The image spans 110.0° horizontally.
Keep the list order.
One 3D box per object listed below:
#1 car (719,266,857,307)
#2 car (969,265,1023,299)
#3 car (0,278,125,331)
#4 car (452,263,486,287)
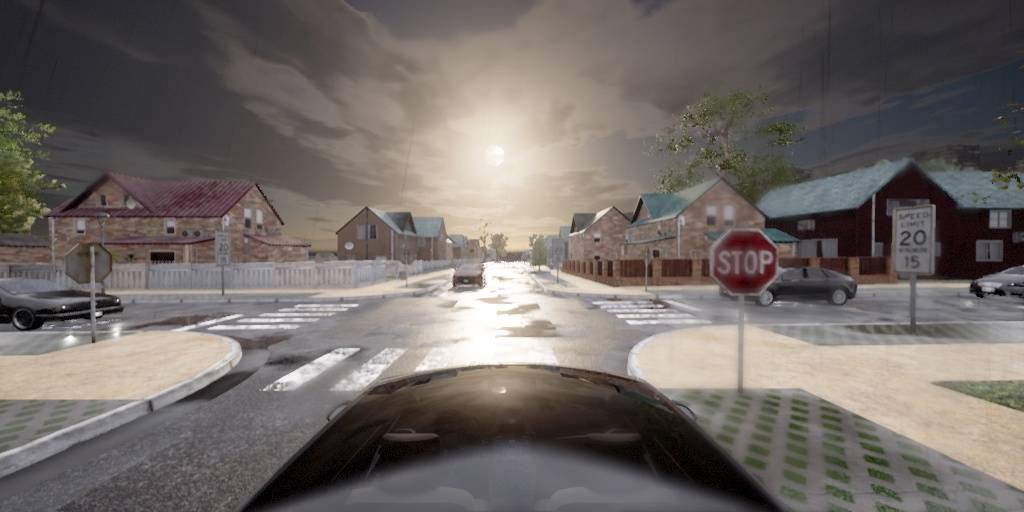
[{"bbox_3d":[10.901,1.160,14.330,4.892,1.490,1.837,0,1,-3],"label":"car"},{"bbox_3d":[21.869,1.090,14.704,4.902,1.511,2.128,0,1,-2],"label":"car"},{"bbox_3d":[-15.120,1.371,10.705,5.357,1.411,2.033,0,1,-1],"label":"car"},{"bbox_3d":[-2.793,1.224,24.235,1.882,1.535,5.008,0,0,0],"label":"car"}]
